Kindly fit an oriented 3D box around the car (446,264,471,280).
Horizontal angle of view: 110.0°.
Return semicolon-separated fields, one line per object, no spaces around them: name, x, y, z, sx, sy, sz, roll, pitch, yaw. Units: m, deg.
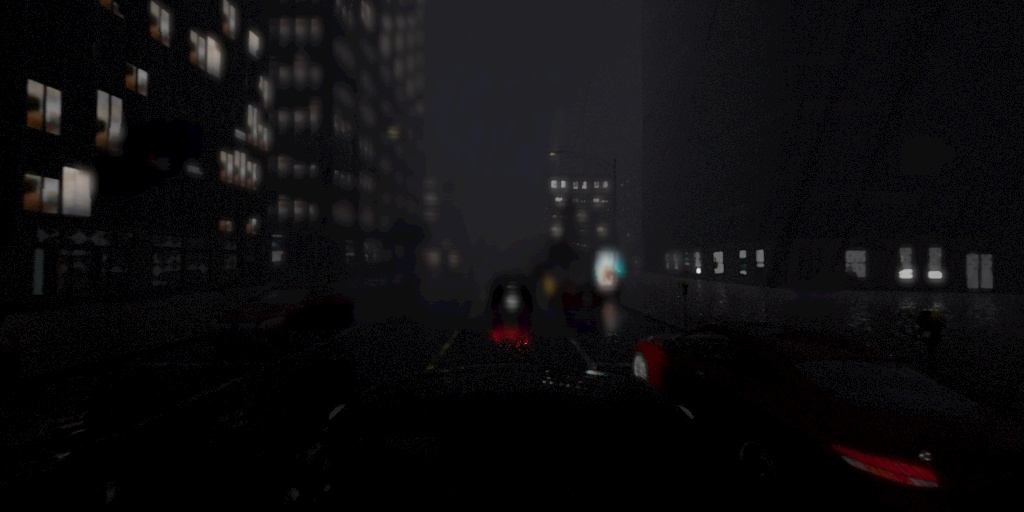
car;-5.689;1.651;37.078;1.751;1.417;4.829;0;0;0

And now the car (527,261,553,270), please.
car;2.691;1.382;31.687;2.192;1.841;5.009;0;0;0

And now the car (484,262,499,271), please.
car;-3.023;1.861;57.007;1.812;1.442;4.674;0;-1;1

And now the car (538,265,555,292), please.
car;2.692;1.475;20.739;1.751;1.417;4.829;0;0;0

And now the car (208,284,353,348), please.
car;-5.690;1.414;9.451;1.802;1.307;4.207;0;0;0

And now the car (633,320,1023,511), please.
car;2.691;1.355;3.892;1.802;1.307;4.207;0;0;0

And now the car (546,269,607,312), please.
car;2.691;1.436;15.010;1.888;1.381;4.507;0;0;0

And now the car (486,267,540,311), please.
car;0.021;1.401;15.351;1.837;1.490;4.892;0;0;0

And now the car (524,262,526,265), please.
car;2.691;1.440;37.246;2.192;1.841;5.009;0;0;0

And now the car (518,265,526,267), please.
car;0.018;1.651;30.108;1.895;1.301;4.718;0;-1;0

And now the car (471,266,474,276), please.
car;-5.689;1.624;42.807;1.967;1.591;4.097;0;0;0
